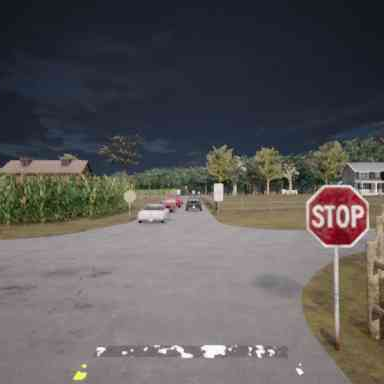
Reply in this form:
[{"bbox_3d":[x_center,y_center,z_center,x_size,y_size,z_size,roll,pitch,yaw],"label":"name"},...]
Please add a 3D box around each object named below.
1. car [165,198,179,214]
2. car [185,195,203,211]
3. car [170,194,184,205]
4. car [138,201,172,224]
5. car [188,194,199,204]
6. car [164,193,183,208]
[{"bbox_3d":[-2.743,1.591,35.578,1.895,1.301,4.718,0,0,0],"label":"car"},{"bbox_3d":[0.218,1.492,41.123,1.837,1.490,4.892,0,0,0],"label":"car"},{"bbox_3d":[-2.594,1.332,58.221,2.097,1.767,4.553,0,0,1],"label":"car"},{"bbox_3d":[-2.783,1.597,24.622,1.895,1.301,4.718,0,0,0],"label":"car"},{"bbox_3d":[0.287,1.329,65.480,2.097,1.767,4.553,0,0,0],"label":"car"},{"bbox_3d":[-2.690,1.206,47.801,2.150,2.045,5.566,0,0,0],"label":"car"}]
